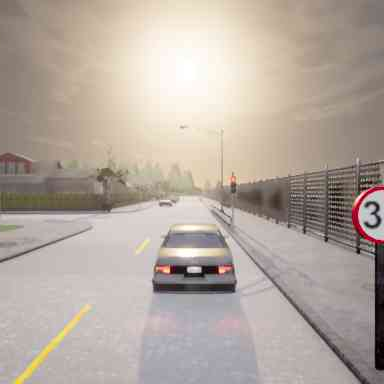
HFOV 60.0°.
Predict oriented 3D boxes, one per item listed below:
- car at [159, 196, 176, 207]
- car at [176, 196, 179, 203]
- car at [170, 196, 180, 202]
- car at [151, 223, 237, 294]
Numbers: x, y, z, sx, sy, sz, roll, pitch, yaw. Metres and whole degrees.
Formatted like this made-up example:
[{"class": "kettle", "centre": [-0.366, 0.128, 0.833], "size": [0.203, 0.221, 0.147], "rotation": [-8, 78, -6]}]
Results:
[{"class": "car", "centre": [-4.025, 1.543, 51.761], "size": [2.033, 1.411, 5.357], "rotation": [0, 0, 0]}, {"class": "car", "centre": [-3.963, 1.472, 63.497], "size": [1.882, 1.535, 5.008], "rotation": [0, 0, 0]}, {"class": "car", "centre": [-3.894, 1.545, 76.193], "size": [1.994, 1.385, 4.181], "rotation": [0, 0, 0]}, {"class": "car", "centre": [0.066, 1.547, 8.921], "size": [2.033, 1.411, 5.357], "rotation": [0, 0, 1]}]
